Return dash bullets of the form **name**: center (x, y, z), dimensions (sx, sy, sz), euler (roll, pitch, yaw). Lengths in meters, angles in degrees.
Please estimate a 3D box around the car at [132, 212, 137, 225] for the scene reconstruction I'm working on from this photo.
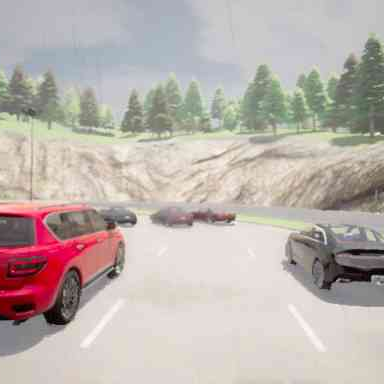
- **car**: center (-5.840, 1.713, 24.510), dimensions (1.994, 1.385, 4.181), euler (1, -1, -42)

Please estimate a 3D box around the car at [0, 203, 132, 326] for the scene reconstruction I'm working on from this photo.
- **car**: center (-3.079, 1.252, 7.314), dimensions (2.150, 2.045, 5.566), euler (1, 0, 2)

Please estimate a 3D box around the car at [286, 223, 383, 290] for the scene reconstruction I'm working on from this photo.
- **car**: center (4.020, 1.621, 9.385), dimensions (2.128, 1.511, 4.902), euler (1, 0, 3)

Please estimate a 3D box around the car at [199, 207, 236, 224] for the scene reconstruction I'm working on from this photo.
- **car**: center (1.363, 1.854, 26.995), dimensions (1.895, 1.301, 4.718), euler (1, -1, -33)

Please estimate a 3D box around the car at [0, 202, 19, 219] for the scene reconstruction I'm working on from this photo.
- **car**: center (-18.227, 1.596, 29.112), dimensions (5.357, 1.411, 2.033), euler (1, -1, -23)

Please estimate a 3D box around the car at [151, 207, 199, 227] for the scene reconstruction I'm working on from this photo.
- **car**: center (-1.542, 1.764, 24.640), dimensions (1.994, 1.385, 4.181), euler (1, -1, -28)
